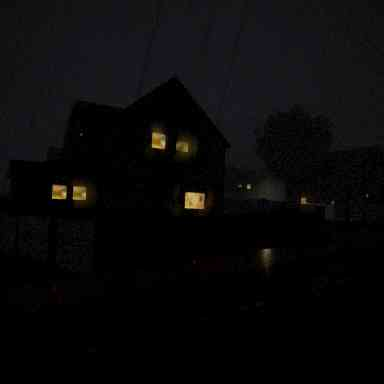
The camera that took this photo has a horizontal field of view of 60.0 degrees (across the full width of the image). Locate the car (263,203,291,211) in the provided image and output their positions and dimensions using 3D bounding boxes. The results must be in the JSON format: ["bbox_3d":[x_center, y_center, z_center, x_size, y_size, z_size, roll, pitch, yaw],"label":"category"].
[{"bbox_3d":[6.498,1.446,24.413,1.882,1.535,5.008,4,-2,-33],"label":"car"}]
